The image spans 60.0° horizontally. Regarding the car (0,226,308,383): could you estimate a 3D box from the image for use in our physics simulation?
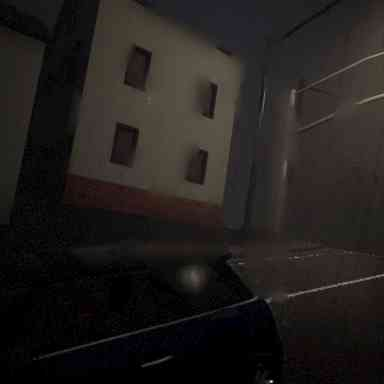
[{"bbox_3d":[-1.280,1.355,3.050,4.553,1.767,2.097,1,-1,-35],"label":"car"}]

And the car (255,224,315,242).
[{"bbox_3d":[8.040,3.578,29.277,2.033,1.411,5.357,12,-7,-35],"label":"car"}]

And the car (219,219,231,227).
[{"bbox_3d":[2.374,3.566,37.293,1.837,1.490,4.892,13,-7,-35],"label":"car"}]
